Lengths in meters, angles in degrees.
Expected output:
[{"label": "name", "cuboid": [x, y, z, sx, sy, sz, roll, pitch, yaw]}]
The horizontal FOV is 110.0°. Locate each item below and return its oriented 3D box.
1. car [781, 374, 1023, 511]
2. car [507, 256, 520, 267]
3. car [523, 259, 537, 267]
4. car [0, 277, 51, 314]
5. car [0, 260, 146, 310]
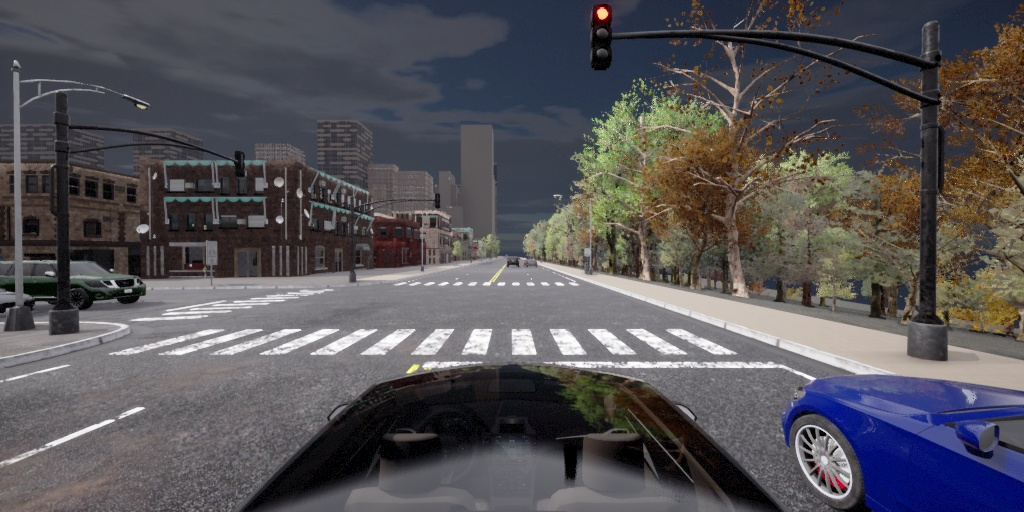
[{"label": "car", "cuboid": [3.346, 1.276, 1.331, 1.812, 1.442, 4.674, 0, 0, 2]}, {"label": "car", "cuboid": [0.219, 0.947, 63.715, 2.150, 2.045, 5.566, 0, 0, 1]}, {"label": "car", "cuboid": [3.472, 1.217, 63.875, 2.128, 1.511, 4.902, 0, 0, 0]}, {"label": "car", "cuboid": [-19.926, 1.565, 12.773, 4.313, 1.339, 1.948, 0, 0, 0]}, {"label": "car", "cuboid": [-19.311, 1.186, 15.475, 5.566, 2.045, 2.150, -1, 1, 0]}]
